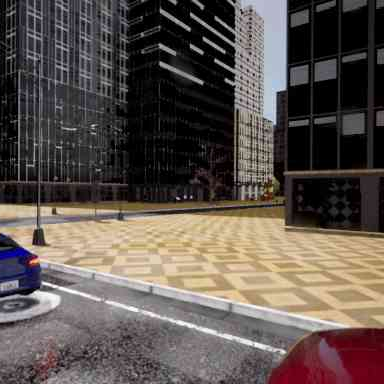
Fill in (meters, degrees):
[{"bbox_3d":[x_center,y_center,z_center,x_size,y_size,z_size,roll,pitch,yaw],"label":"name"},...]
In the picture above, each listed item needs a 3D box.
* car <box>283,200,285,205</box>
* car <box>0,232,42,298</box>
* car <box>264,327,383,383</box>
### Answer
[{"bbox_3d":[19.024,1.794,63.544,1.837,1.490,4.892,1,0,37],"label":"car"},{"bbox_3d":[-5.144,1.522,7.362,4.674,1.442,1.812,0,0,36],"label":"car"},{"bbox_3d":[2.452,1.564,1.926,4.181,1.385,1.994,0,0,35],"label":"car"}]
